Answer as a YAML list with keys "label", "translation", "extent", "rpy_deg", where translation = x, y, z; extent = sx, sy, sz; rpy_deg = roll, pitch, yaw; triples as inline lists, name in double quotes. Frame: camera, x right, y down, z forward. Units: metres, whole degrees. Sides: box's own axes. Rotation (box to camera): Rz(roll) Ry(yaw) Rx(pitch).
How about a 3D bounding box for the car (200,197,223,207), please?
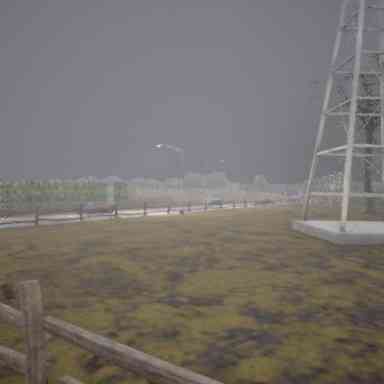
- label: "car"
  translation: [3.150, 1.556, 52.986]
  extent: [2.128, 1.511, 4.902]
  rpy_deg: [2, 1, 36]

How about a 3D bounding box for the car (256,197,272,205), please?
- label: "car"
  translation: [13.900, 1.645, 63.145]
  extent: [2.128, 1.511, 4.902]
  rpy_deg: [2, 1, 35]

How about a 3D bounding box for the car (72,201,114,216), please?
- label: "car"
  translation: [-10.164, 1.640, 34.344]
  extent: [1.994, 1.385, 4.181]
  rpy_deg: [2, 1, 35]

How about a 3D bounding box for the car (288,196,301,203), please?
- label: "car"
  translation: [23.886, 1.716, 77.375]
  extent: [1.882, 1.535, 5.008]
  rpy_deg: [2, 0, 35]
